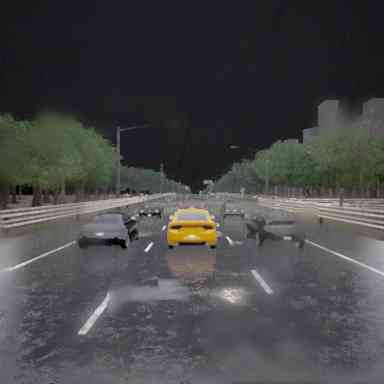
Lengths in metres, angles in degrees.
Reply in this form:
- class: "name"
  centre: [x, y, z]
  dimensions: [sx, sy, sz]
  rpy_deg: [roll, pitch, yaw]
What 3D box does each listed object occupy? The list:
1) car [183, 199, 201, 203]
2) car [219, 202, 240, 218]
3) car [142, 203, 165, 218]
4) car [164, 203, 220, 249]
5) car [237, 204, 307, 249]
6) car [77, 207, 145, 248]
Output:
- class: "car"
  centre: [0.000, 1.362, 29.620]
  dimensions: [2.097, 1.767, 4.553]
  rpy_deg: [0, 0, 0]
- class: "car"
  centre: [3.500, 1.560, 29.650]
  dimensions: [2.033, 1.411, 5.357]
  rpy_deg: [0, 0, 0]
- class: "car"
  centre: [-3.500, 1.612, 29.680]
  dimensions: [1.895, 1.301, 4.718]
  rpy_deg: [0, 0, 0]
- class: "car"
  centre: [0.000, 1.485, 14.650]
  dimensions: [1.882, 1.535, 5.008]
  rpy_deg: [0, 0, 0]
- class: "car"
  centre: [3.500, 1.495, 14.650]
  dimensions: [2.128, 1.511, 4.902]
  rpy_deg: [0, 0, 0]
- class: "car"
  centre: [-3.500, 1.572, 14.650]
  dimensions: [1.994, 1.385, 4.181]
  rpy_deg: [0, 0, 0]
